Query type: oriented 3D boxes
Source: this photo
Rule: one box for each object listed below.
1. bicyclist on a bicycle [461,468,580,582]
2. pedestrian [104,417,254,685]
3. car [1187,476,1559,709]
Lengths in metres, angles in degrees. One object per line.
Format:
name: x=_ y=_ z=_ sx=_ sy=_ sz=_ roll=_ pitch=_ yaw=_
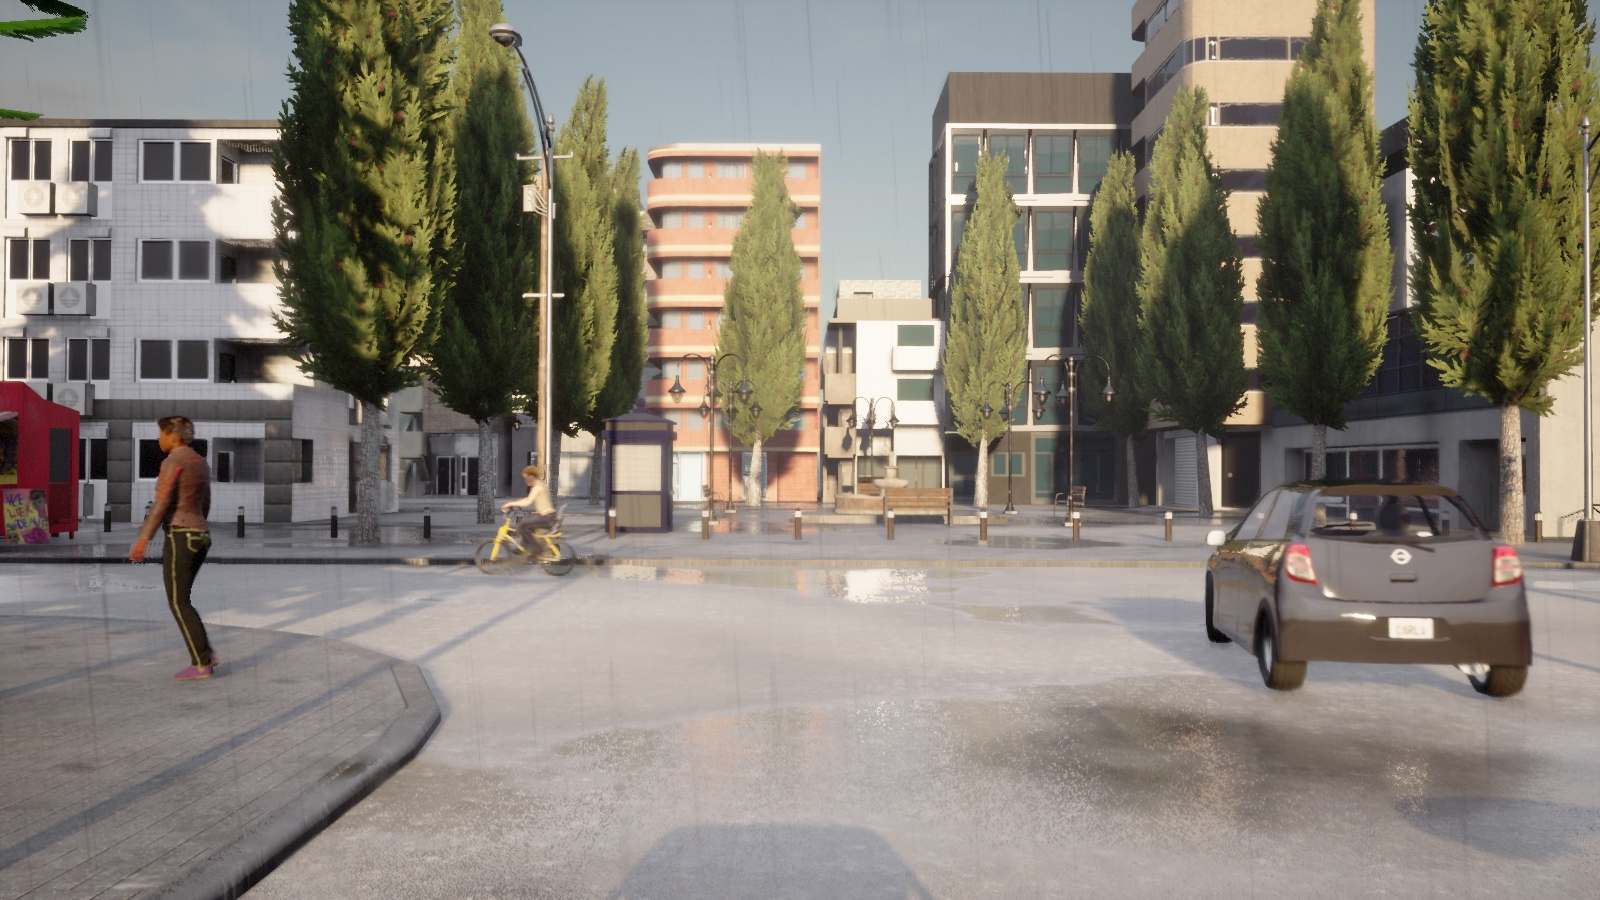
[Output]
bicyclist on a bicycle: x=-4.063 y=1.074 z=18.329 sx=1.509 sy=1.612 sz=0.866 roll=0 pitch=0 yaw=5
pedestrian: x=-4.279 y=0.687 z=8.672 sx=0.869 sy=1.805 sz=0.328 roll=0 pitch=-1 yaw=2
car: x=4.350 y=0.981 z=10.173 sx=1.845 sy=1.501 sz=3.633 roll=-1 pitch=-1 yaw=10
